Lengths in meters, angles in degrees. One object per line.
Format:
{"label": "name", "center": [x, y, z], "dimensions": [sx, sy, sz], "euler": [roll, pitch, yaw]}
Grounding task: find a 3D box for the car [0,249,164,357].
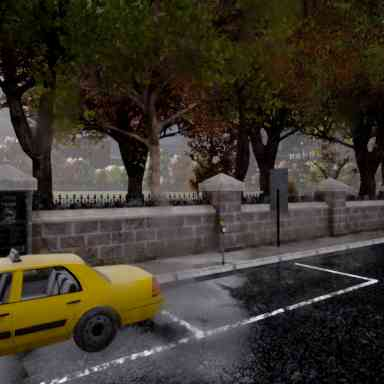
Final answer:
{"label": "car", "center": [-2.749, 1.525, 4.598], "dimensions": [4.829, 1.417, 1.752], "euler": [0, 0, -35]}
